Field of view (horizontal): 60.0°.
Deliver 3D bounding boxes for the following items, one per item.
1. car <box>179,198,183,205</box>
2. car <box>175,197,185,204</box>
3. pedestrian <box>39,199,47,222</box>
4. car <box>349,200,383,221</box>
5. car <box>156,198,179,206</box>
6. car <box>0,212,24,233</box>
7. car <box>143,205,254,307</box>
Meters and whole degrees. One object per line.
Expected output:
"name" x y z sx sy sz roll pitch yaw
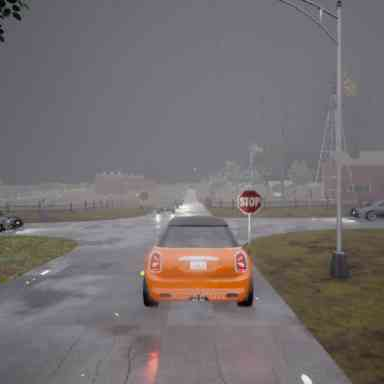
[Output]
"car" -2.718 1.668 47.141 2.033 1.411 5.357 0 0 1
"car" -2.566 1.914 72.801 2.033 1.411 5.357 0 -1 0
"pedestrian" -12.086 1.461 27.029 0.375 1.860 0.375 0 2 0
"car" 13.563 1.263 23.822 4.181 1.385 1.994 -1 1 -1
"car" -2.750 1.565 36.597 1.837 1.490 4.892 0 0 0
"car" -13.030 1.827 21.061 4.181 1.385 1.994 -1 1 -1
"car" 0.120 1.353 8.151 2.097 1.767 4.553 0 0 0
